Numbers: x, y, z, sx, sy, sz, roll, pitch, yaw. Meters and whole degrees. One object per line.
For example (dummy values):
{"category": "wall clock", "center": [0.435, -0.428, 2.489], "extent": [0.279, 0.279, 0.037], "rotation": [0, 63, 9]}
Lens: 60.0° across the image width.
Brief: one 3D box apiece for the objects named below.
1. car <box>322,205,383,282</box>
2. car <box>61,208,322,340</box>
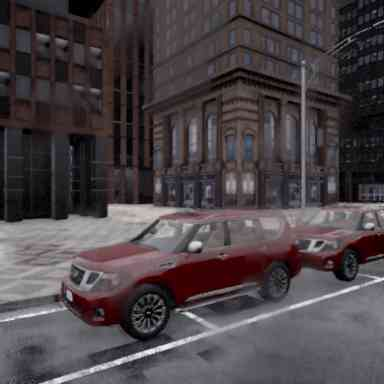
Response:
{"category": "car", "center": [4.732, 1.330, 10.027], "extent": [5.009, 1.841, 2.192], "rotation": [0, 0, -36]}
{"category": "car", "center": [0.111, 1.321, 6.730], "extent": [5.009, 1.841, 2.192], "rotation": [0, 0, -36]}
